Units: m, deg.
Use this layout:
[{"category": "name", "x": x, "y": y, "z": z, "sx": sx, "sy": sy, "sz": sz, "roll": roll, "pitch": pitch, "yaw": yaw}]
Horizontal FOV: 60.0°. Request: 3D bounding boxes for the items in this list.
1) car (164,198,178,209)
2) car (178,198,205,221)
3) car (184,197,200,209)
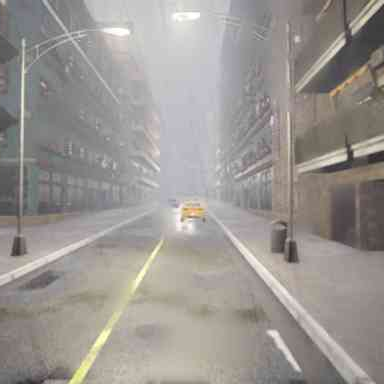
[{"category": "car", "x": -2.838, "y": 1.580, "z": 46.020, "sx": 1.812, "sy": 1.442, "sz": 4.674, "roll": 0, "pitch": 0, "yaw": 0}, {"category": "car", "x": 0.083, "y": 1.504, "z": 27.771, "sx": 1.882, "sy": 1.535, "sz": 5.008, "roll": 0, "pitch": 0, "yaw": 0}, {"category": "car", "x": 0.025, "y": 1.550, "z": 47.544, "sx": 2.128, "sy": 1.511, "sz": 4.902, "roll": 0, "pitch": 0, "yaw": 0}]
